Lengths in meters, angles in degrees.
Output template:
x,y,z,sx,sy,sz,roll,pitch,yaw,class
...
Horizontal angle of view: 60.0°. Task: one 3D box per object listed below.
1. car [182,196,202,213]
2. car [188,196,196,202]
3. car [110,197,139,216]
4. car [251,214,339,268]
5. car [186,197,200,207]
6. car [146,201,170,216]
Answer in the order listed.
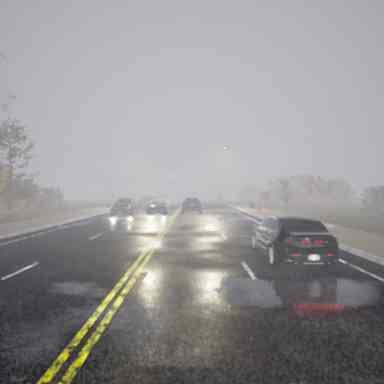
x,y,z,sx,sy,sz,roll,pitch,yaw,class
-0.004,1.332,35.951,2.097,1.767,4.553,0,0,0,car
-0.006,1.542,73.673,1.895,1.301,4.718,0,0,0,car
-6.532,1.334,32.498,2.097,1.767,4.553,0,0,0,car
3.249,1.501,11.273,1.837,1.490,4.892,0,0,0,car
0.098,1.514,51.586,2.033,1.411,5.357,0,0,0,car
-3.282,1.548,32.651,1.994,1.385,4.181,0,0,0,car
